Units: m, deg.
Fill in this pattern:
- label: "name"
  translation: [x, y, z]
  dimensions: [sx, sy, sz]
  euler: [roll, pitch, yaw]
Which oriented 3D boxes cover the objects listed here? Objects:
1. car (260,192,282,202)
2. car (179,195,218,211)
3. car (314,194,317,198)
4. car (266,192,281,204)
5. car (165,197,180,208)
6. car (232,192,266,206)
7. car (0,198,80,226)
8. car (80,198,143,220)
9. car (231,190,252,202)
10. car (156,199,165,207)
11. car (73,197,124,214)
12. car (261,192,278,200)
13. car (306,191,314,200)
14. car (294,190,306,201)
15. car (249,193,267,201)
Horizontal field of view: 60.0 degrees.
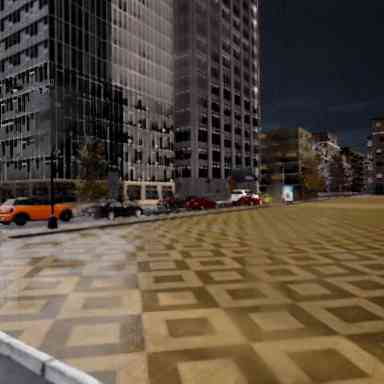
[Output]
- label: "car"
  translation: [13.309, 0.877, 55.546]
  dimensions: [1.882, 1.535, 5.008]
  euler: [-1, 0, 35]
- label: "car"
  translation: [0.969, 1.183, 33.026]
  dimensions: [1.802, 1.307, 4.206]
  euler: [0, 0, 35]
- label: "car"
  translation: [23.153, 0.777, 64.998]
  dimensions: [1.887, 1.381, 4.507]
  euler: [0, 0, 35]
- label: "car"
  translation: [10.573, 0.966, 46.867]
  dimensions: [1.752, 1.417, 4.829]
  euler: [0, 0, 35]
- label: "car"
  translation: [-0.629, 1.113, 40.878]
  dimensions: [1.882, 1.535, 5.008]
  euler: [-1, 0, 35]
- label: "car"
  translation: [7.307, 1.040, 42.161]
  dimensions: [1.887, 1.381, 4.507]
  euler: [0, 0, 35]
- label: "car"
  translation: [-10.101, 1.141, 21.810]
  dimensions: [2.097, 1.767, 4.553]
  euler: [-1, 0, 35]
- label: "car"
  translation: [-5.370, 1.258, 23.891]
  dimensions: [2.008, 1.369, 4.403]
  euler: [0, 0, 35]
- label: "car"
  translation: [7.503, 0.717, 47.090]
  dimensions: [2.150, 2.045, 5.566]
  euler: [-1, 0, 35]
- label: "car"
  translation: [-2.746, 1.256, 42.372]
  dimensions: [1.802, 1.307, 4.206]
  euler: [0, 0, 35]
- label: "car"
  translation: [-9.182, 1.306, 33.096]
  dimensions: [1.752, 1.417, 4.829]
  euler: [0, 0, 35]
- label: "car"
  translation: [16.269, 0.798, 69.776]
  dimensions: [1.967, 1.590, 4.097]
  euler: [0, 0, 35]
- label: "car"
  translation: [19.981, 0.600, 60.429]
  dimensions: [2.192, 1.841, 5.009]
  euler: [0, 0, 35]
- label: "car"
  translation: [16.812, 0.652, 55.861]
  dimensions: [2.192, 1.841, 5.009]
  euler: [0, 0, 35]
- label: "car"
  translation: [13.003, 0.937, 65.069]
  dimensions: [1.752, 1.417, 4.829]
  euler: [0, 0, 35]
